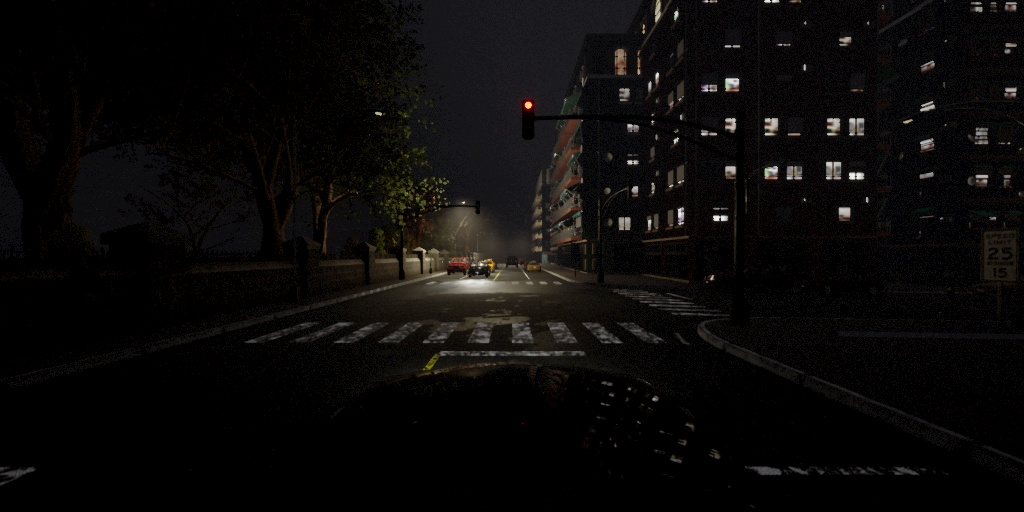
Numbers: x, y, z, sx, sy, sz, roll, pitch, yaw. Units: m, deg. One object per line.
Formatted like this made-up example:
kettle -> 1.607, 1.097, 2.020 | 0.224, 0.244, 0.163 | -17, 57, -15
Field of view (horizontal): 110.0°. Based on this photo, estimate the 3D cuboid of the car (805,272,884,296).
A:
car -> 20.291, 1.679, 22.247 | 4.507, 1.381, 1.888 | 0, 0, 0

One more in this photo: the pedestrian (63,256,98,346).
pedestrian -> -8.845, 0.893, 7.380 | 0.375, 1.860, 0.375 | 0, 0, 0

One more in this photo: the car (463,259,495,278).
car -> -3.092, 1.258, 34.751 | 2.128, 1.511, 4.902 | 0, 0, 0

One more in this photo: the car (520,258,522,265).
car -> 2.683, 1.337, 55.417 | 2.007, 1.370, 4.403 | 0, 0, 0

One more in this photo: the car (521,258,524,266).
car -> 2.684, 1.326, 49.882 | 1.888, 1.381, 4.507 | 0, 0, 0

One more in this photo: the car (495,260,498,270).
car -> -3.096, 1.253, 44.252 | 1.882, 1.535, 5.008 | 0, 0, 0

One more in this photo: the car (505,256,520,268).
car -> -0.008, 1.018, 63.742 | 2.150, 2.045, 5.566 | 0, 0, 0

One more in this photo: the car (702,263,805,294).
car -> 14.596, 1.346, 22.228 | 5.009, 1.841, 2.192 | 0, 0, 0

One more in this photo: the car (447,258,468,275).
car -> -5.695, 1.084, 38.810 | 2.192, 1.841, 5.009 | 0, 0, 0

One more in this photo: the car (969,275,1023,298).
car -> 31.513, 1.866, 22.284 | 4.829, 1.417, 1.751 | 0, 0, 0

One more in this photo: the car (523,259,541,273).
car -> 2.685, 1.300, 44.517 | 1.751, 1.417, 4.829 | 0, 0, 0
